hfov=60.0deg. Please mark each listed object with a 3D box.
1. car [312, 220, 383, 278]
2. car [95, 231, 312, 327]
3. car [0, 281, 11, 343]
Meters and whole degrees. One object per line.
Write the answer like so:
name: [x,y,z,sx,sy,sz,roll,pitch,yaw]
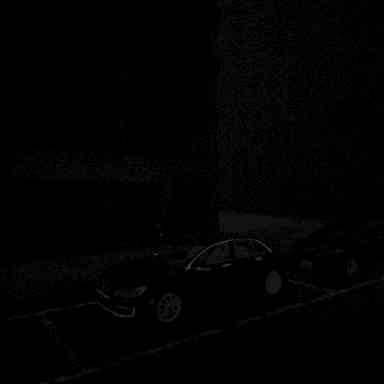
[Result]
car: [4.856,1.566,10.221,4.313,1.339,1.947,0,1,-35]
car: [0.237,1.550,6.926,4.403,1.369,2.008,0,1,-35]
car: [-4.381,1.580,3.632,4.206,1.307,1.802,0,1,-35]
